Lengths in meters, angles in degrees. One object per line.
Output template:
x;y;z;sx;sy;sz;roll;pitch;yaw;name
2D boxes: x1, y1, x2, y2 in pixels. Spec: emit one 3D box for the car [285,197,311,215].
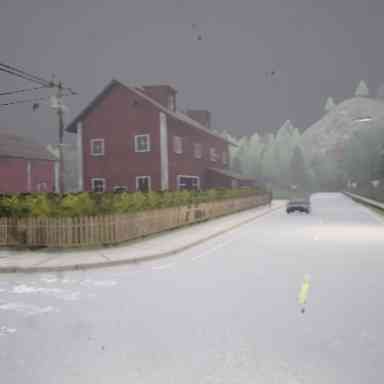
9.304;1.117;28.814;2.033;1.411;5.357;-1;0;23;car
